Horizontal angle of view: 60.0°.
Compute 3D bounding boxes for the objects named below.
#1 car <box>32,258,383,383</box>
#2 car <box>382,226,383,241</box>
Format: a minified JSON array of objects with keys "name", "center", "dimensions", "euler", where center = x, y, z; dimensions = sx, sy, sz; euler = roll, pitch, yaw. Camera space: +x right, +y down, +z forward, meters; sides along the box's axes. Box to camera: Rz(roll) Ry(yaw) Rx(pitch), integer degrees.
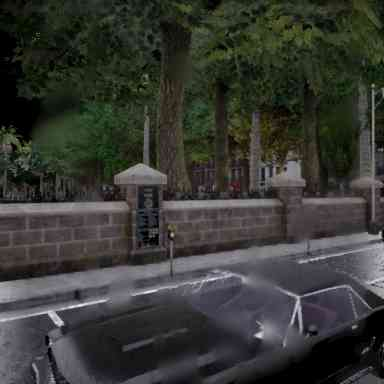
[{"name":"car","center":[0.772,1.600,3.935],"dimensions":[4.718,1.301,1.895],"euler":[0,0,-35]},{"name":"car","center":[9.742,1.310,13.489],"dimensions":[5.009,1.841,2.192],"euler":[0,0,-36]}]
